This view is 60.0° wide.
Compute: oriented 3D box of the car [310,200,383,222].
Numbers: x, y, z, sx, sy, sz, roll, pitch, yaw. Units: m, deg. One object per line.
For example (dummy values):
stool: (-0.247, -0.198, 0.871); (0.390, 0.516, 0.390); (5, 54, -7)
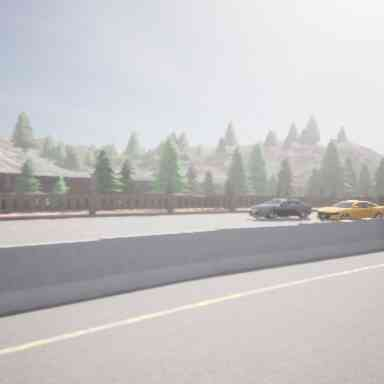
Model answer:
car: (10.668, 1.303, 22.263); (5.008, 1.535, 1.882); (1, 1, -24)

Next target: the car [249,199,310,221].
car: (6.443, 1.224, 24.110); (4.902, 1.511, 2.128); (1, 1, -26)
